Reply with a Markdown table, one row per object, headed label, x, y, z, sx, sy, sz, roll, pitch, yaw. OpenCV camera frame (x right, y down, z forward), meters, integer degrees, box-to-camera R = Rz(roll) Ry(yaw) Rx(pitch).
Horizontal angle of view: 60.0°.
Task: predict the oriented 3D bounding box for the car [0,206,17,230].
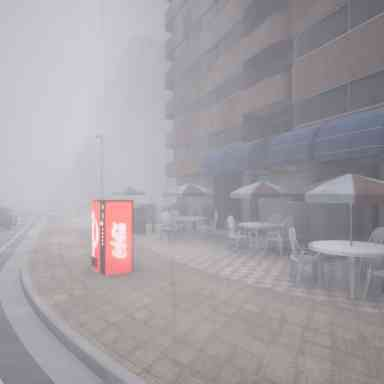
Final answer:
| label | x | y | z | sx | sy | sz | roll | pitch | yaw |
| --- | --- | --- | --- | --- | --- | --- | --- | --- | --- |
| car | -12.217 | 1.564 | 20.784 | 1.994 | 1.385 | 4.181 | 0 | 0 | -22 |

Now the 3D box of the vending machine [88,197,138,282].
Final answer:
| label | x | y | z | sx | sy | sz | roll | pitch | yaw |
| --- | --- | --- | --- | --- | --- | --- | --- | --- | --- |
| vending machine | -2.149 | 1.195 | 8.982 | 1.100 | 2.100 | 0.880 | 0 | 0 | -31 |
